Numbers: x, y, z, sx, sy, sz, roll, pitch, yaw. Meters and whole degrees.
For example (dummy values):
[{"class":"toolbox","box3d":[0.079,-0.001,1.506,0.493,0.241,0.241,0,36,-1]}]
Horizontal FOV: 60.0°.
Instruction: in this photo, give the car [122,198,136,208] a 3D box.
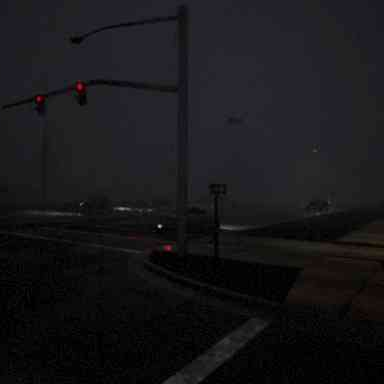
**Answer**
[{"class":"car","box3d":[-7.646,1.462,45.959,1.994,1.385,4.181,0,0,36]}]

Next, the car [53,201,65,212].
[{"class":"car","box3d":[-13.489,1.423,37.940,1.812,1.442,4.674,0,0,36]}]

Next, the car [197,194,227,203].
[{"class":"car","box3d":[3.719,1.131,55.555,2.150,2.045,5.566,0,0,37]}]

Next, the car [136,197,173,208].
[{"class":"car","box3d":[-4.606,1.387,44.188,1.882,1.535,5.008,0,0,36]}]

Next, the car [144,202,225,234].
[{"class":"car","box3d":[-0.250,1.492,18.677,1.812,1.442,4.674,0,0,37]}]

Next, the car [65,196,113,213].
[{"class":"car","box3d":[-10.758,1.261,35.756,2.097,1.767,4.553,0,0,36]}]

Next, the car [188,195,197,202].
[{"class":"car","box3d":[1.264,1.251,58.117,2.097,1.767,4.553,0,0,37]}]

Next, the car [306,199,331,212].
[{"class":"car","box3d":[14.806,1.494,39.096,1.812,1.442,4.674,0,0,36]}]
